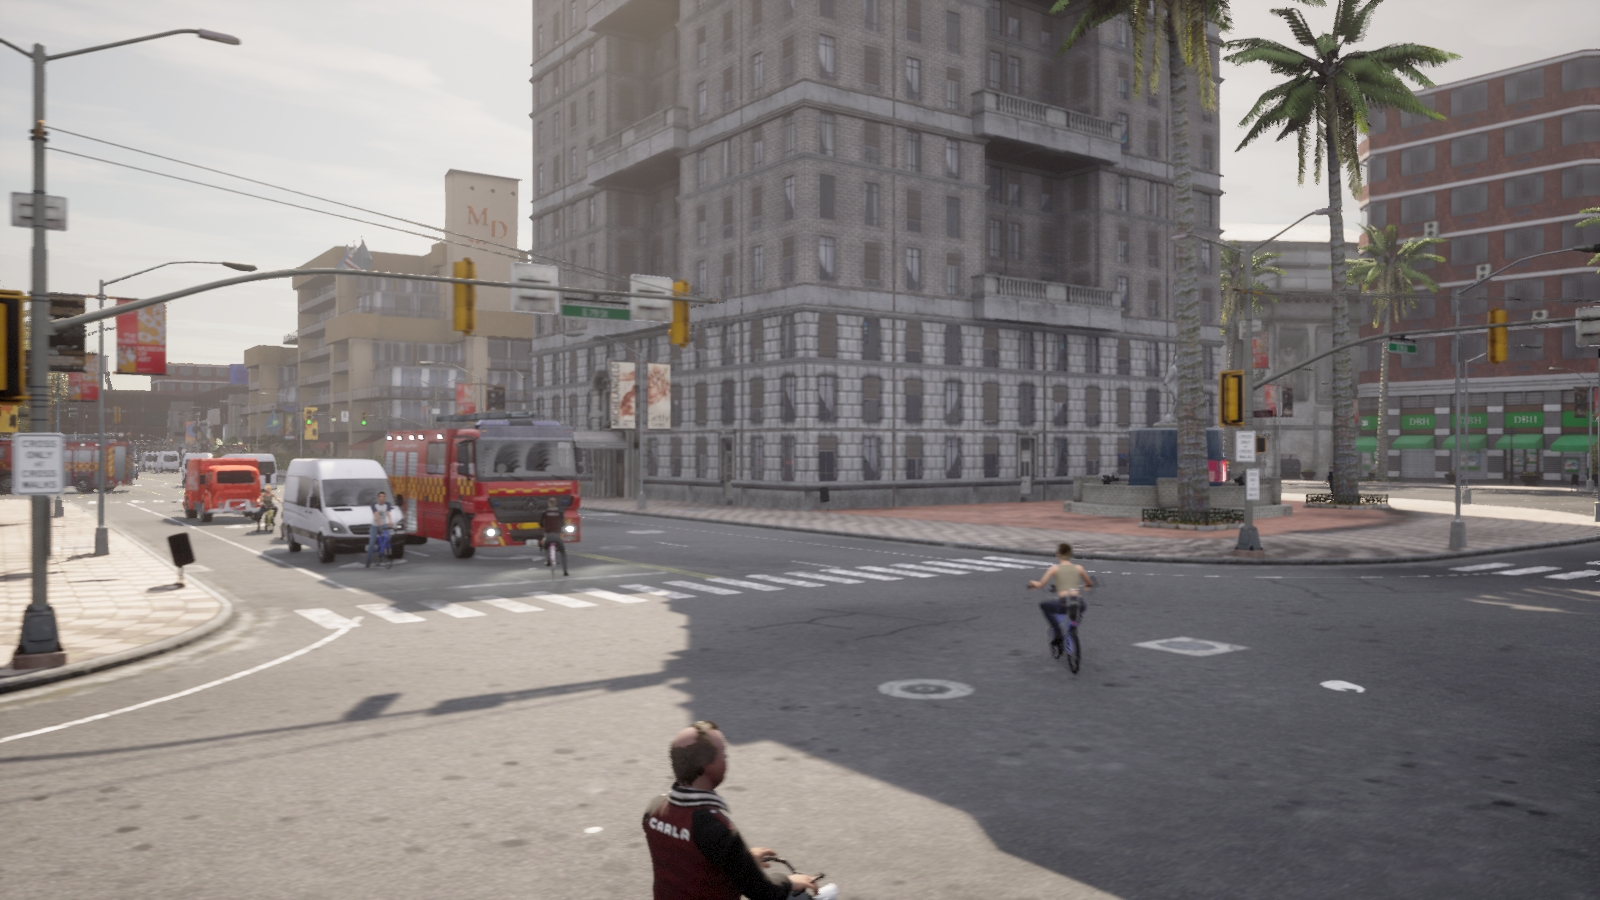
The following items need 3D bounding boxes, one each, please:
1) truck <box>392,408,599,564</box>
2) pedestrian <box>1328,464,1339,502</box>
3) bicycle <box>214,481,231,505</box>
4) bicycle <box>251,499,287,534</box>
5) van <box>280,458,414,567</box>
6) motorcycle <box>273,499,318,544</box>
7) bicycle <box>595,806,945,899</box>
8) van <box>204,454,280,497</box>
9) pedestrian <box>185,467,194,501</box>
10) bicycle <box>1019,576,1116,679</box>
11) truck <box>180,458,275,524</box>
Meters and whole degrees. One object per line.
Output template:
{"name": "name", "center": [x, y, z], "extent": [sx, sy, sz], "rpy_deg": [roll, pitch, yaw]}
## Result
{"name": "truck", "center": [-8.841, 0.878, 32.248], "extent": [2.891, 3.827, 8.468], "rpy_deg": [0, 0, -35]}
{"name": "pedestrian", "center": [26.670, 1.640, 57.138], "extent": [0.375, 1.860, 0.375], "rpy_deg": [0, 0, -7]}
{"name": "bicycle", "center": [-29.926, 2.199, 59.224], "extent": [0.329, 1.171, 1.835], "rpy_deg": [0, 0, -13]}
{"name": "bicycle", "center": [-17.990, 2.247, 38.711], "extent": [0.859, 1.080, 1.487], "rpy_deg": [0, 0, -35]}
{"name": "van", "center": [-12.202, 1.525, 30.517], "extent": [1.988, 2.561, 5.915], "rpy_deg": [0, 0, -35]}
{"name": "motorcycle", "center": [-15.653, 2.196, 35.407], "extent": [0.867, 1.251, 2.209], "rpy_deg": [0, 0, -35]}
{"name": "bicycle", "center": [-0.145, 2.207, 4.447], "extent": [1.835, 1.171, 0.329], "rpy_deg": [0, -1, -44]}
{"name": "van", "center": [-34.439, 1.521, 70.440], "extent": [5.915, 2.561, 1.988], "rpy_deg": [0, 0, 41]}
{"name": "pedestrian", "center": [-33.428, 1.838, 62.549], "extent": [0.375, 1.860, 0.375], "rpy_deg": [0, 0, -19]}
{"name": "bicycle", "center": [3.405, 2.244, 14.677], "extent": [0.859, 1.080, 1.487], "rpy_deg": [-1, 0, -1]}
{"name": "truck", "center": [-22.988, 1.559, 45.782], "extent": [2.627, 2.467, 5.204], "rpy_deg": [0, 0, -35]}
